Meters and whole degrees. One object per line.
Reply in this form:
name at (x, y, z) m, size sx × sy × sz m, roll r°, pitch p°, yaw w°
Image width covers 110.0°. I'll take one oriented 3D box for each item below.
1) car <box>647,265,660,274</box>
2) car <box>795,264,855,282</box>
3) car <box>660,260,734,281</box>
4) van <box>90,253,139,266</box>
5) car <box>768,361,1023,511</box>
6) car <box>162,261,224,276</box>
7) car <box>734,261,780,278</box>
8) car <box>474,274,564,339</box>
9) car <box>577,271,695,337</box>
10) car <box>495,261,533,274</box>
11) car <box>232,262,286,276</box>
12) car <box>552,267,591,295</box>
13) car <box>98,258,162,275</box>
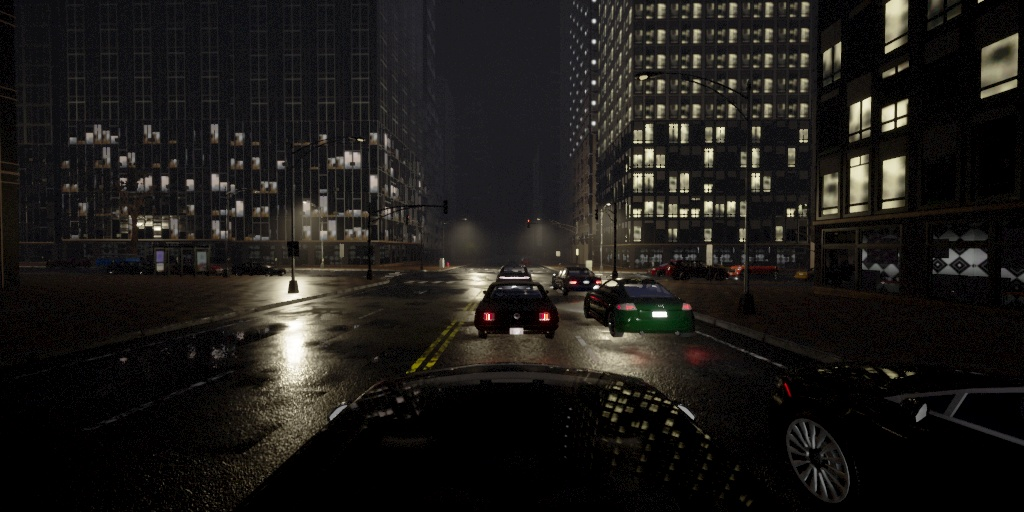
car at (16.308, 1.425, 37.397) m, size 4.181 × 1.385 × 1.994 m, roll 1°, pitch 1°, yaw 1°
car at (27.666, 1.578, 31.414) m, size 4.829 × 1.417 × 1.751 m, roll 0°, pitch 0°, yaw 1°
car at (16.218, 1.268, 31.621) m, size 5.009 × 1.841 × 2.192 m, roll 0°, pitch 0°, yaw 1°
van at (-45.254, 0.605, 41.172) m, size 3.998 × 1.789 × 1.690 m, roll 0°, pitch 0°, yaw 1°
car at (3.340, 1.242, 1.421) m, size 2.128 × 1.511 × 4.902 m, roll 0°, pitch 0°, yaw 0°
car at (-28.390, 1.138, 32.323) m, size 4.207 × 1.307 × 1.802 m, roll 0°, pitch 0°, yaw 1°
car at (25.019, 1.289, 37.236) m, size 4.553 × 1.767 × 2.097 m, roll 1°, pitch 1°, yaw 1°
car at (0.106, 1.347, 10.023) m, size 1.895 × 1.301 × 4.718 m, roll 0°, pitch 0°, yaw 0°
car at (3.365, 1.310, 10.251) m, size 1.994 × 1.385 × 4.181 m, roll 0°, pitch 0°, yaw -1°
car at (0.114, 1.232, 19.279) m, size 2.128 × 1.511 × 4.902 m, roll 0°, pitch 0°, yaw 0°
car at (-22.707, 1.173, 32.185) m, size 4.313 × 1.339 × 1.948 m, roll 0°, pitch 0°, yaw 1°
car at (3.399, 1.288, 19.481) m, size 2.033 × 1.411 × 5.357 m, roll 0°, pitch 0°, yaw -3°
car at (-34.071, 1.069, 32.502) m, size 4.313 × 1.339 × 1.948 m, roll 0°, pitch 0°, yaw 1°
